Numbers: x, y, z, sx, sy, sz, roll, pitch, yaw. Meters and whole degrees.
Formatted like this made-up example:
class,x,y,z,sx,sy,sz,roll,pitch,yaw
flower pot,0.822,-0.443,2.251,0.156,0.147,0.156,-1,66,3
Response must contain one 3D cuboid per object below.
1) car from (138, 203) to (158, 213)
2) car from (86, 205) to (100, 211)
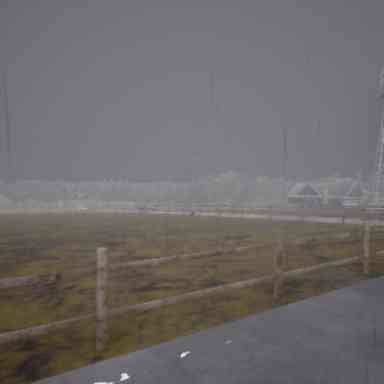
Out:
class,x,y,z,sx,sy,sz,roll,pitch,yaw
car,-7.721,2.773,57.738,1.837,1.490,4.892,0,-2,-35
car,-25.674,4.285,87.649,1.812,1.442,4.674,0,-3,-35
